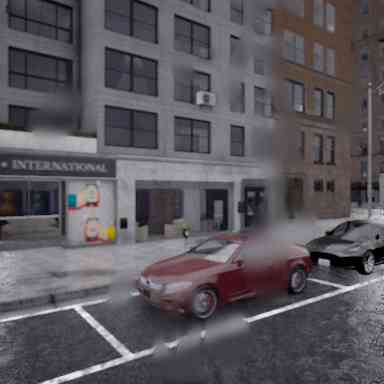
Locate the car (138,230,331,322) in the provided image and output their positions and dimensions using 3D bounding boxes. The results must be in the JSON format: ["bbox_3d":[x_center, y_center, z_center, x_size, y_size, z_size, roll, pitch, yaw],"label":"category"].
[{"bbox_3d":[0.899,1.573,7.174,4.206,1.307,1.802,0,0,-36],"label":"car"}]

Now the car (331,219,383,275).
[{"bbox_3d":[5.397,1.547,10.383,4.313,1.339,1.947,0,0,-36],"label":"car"}]
